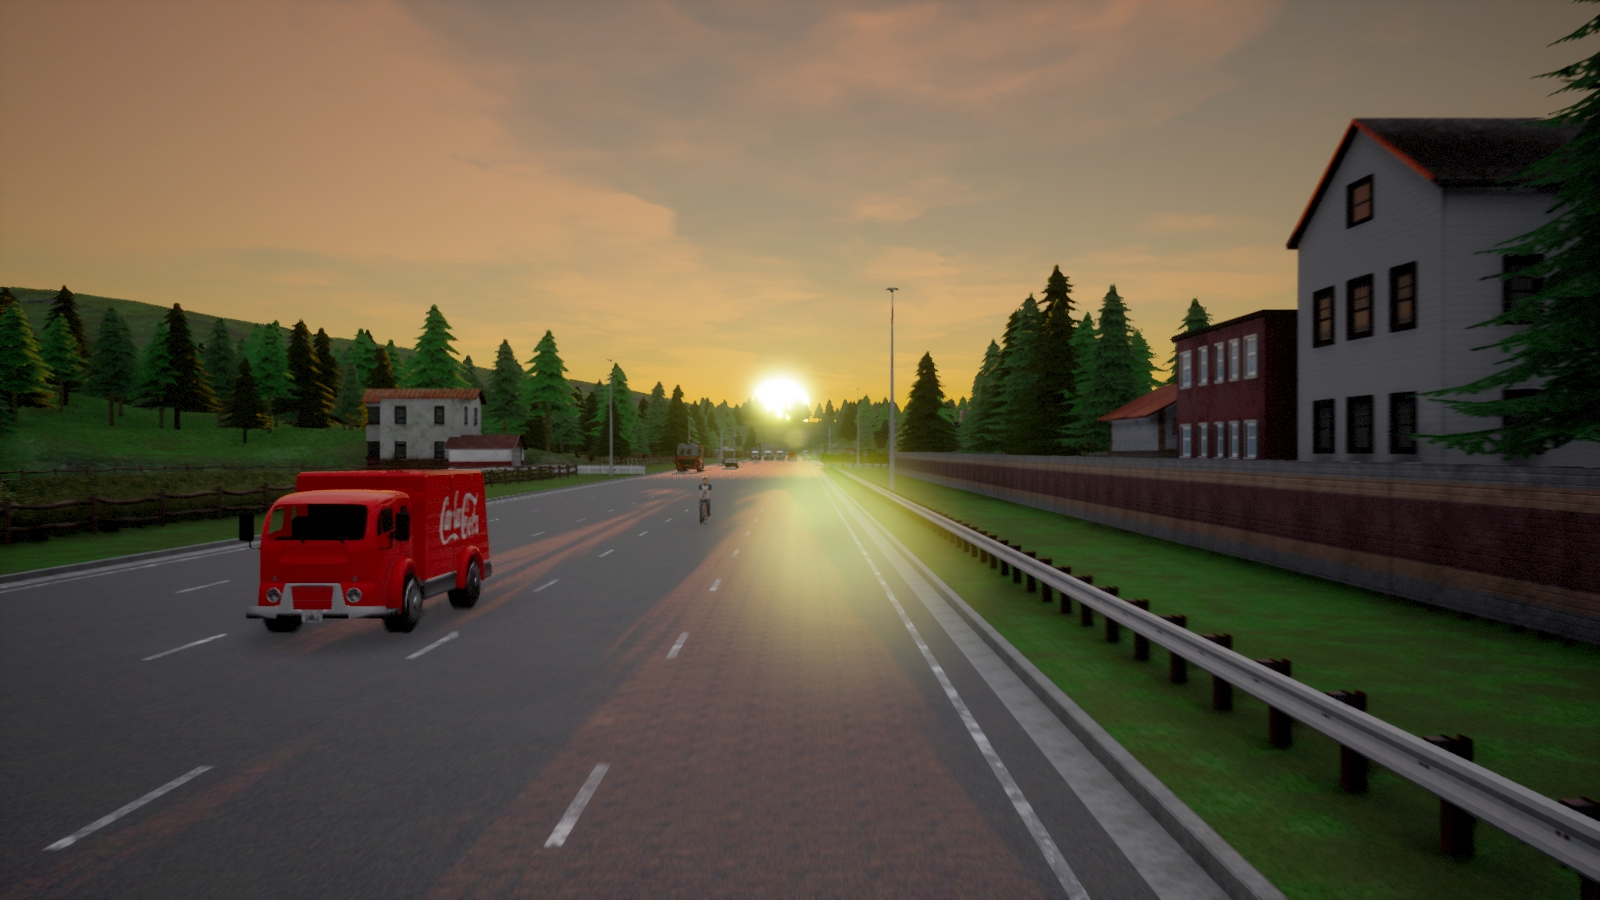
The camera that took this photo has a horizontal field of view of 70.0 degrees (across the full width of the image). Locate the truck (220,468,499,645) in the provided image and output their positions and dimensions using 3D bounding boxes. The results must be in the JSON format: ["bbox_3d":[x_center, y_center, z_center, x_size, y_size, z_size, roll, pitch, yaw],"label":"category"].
[{"bbox_3d":[-6.999,1.568,18.982,2.627,2.467,5.204,0,0,0],"label":"truck"}]

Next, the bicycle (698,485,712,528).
[{"bbox_3d":[-3.499,2.055,41.983,0.373,1.496,1.643,0,0,0],"label":"bicycle"}]
